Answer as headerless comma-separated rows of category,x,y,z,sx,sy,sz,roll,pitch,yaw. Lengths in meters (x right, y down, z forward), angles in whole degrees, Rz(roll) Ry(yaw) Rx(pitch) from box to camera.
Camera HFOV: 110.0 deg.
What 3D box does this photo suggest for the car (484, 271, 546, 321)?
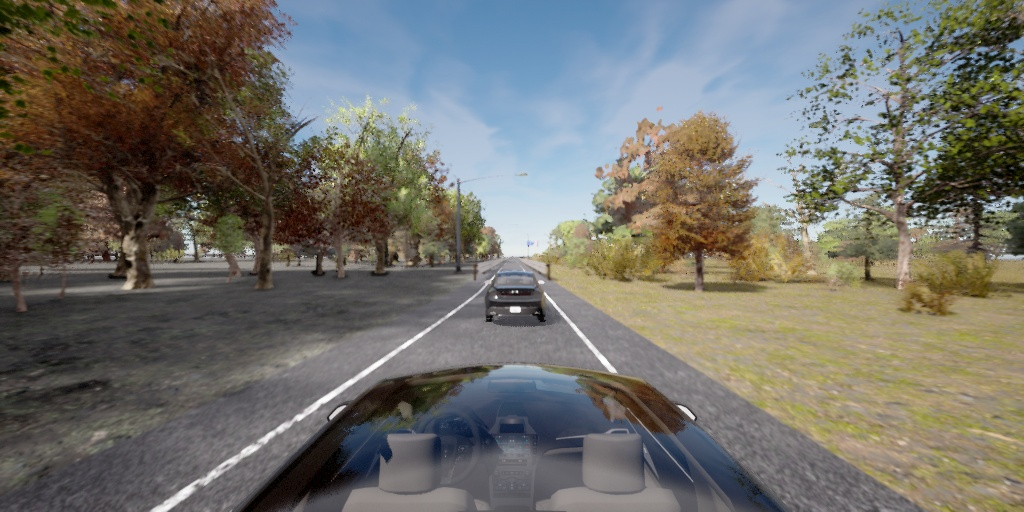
car,0.098,1.259,12.475,1.837,1.490,4.892,0,0,0
